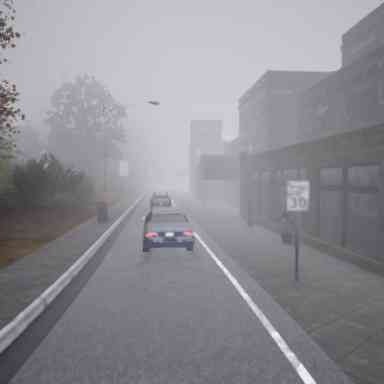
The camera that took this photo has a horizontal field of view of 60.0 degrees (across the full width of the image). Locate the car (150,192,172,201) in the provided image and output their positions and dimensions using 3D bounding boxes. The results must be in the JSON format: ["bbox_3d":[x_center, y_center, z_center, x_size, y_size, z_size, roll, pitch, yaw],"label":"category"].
[{"bbox_3d":[-2.858,0.701,30.603,2.128,1.511,4.902,0,2,-6],"label":"car"}]

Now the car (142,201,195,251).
[{"bbox_3d":[-0.997,1.340,13.197,2.033,1.411,5.357,0,2,-6],"label":"car"}]
